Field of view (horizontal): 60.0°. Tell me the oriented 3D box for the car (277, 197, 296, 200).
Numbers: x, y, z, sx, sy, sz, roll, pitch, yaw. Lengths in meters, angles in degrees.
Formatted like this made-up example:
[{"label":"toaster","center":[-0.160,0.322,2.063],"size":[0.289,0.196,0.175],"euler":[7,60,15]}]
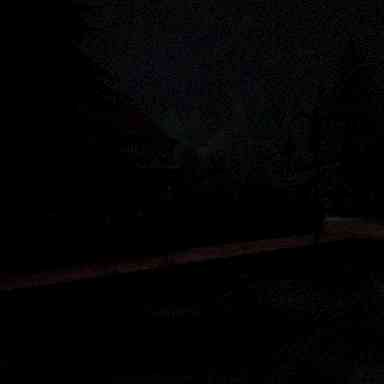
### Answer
[{"label":"car","center":[8.315,1.190,29.265],"size":[2.097,1.767,4.553],"euler":[0,0,-36]}]
